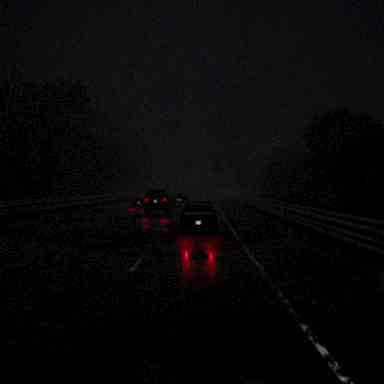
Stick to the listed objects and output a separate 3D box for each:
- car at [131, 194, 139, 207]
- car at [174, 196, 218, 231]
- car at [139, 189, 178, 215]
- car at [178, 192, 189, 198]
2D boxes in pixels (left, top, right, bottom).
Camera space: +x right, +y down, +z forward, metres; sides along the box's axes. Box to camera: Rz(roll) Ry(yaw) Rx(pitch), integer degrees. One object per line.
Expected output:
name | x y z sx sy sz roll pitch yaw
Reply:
car | -5.658 0.935 38.461 1.812 1.442 4.674 0 1 3
car | 0.397 1.209 18.413 2.128 1.511 4.902 0 1 2
car | -2.720 0.782 28.484 2.150 2.045 5.566 0 1 3
car | -1.528 0.783 47.948 1.837 1.490 4.892 0 1 4
